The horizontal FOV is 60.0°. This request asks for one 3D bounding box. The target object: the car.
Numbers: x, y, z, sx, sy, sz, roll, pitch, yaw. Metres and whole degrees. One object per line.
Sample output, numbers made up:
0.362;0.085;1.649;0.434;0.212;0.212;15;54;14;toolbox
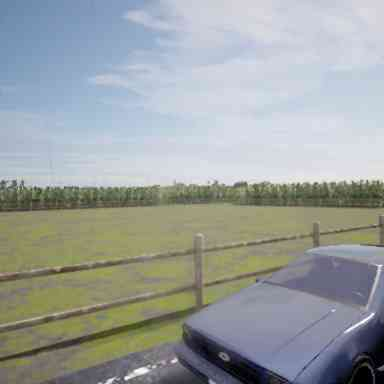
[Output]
2.399;1.529;4.832;5.357;1.411;2.033;-1;0;-36;car
